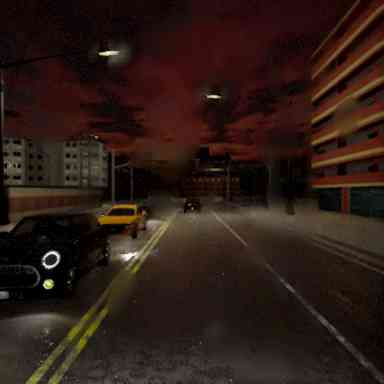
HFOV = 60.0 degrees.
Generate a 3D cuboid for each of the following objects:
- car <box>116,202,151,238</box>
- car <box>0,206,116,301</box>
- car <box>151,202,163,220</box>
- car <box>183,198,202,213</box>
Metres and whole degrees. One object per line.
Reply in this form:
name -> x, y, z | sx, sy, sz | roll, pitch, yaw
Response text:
car -> -3.568, 1.455, 17.671 | 1.882, 1.535, 5.008 | 0, 0, 0
car -> -3.586, 1.341, 8.488 | 2.097, 1.767, 4.553 | 0, 0, 0
car -> -3.510, 1.528, 27.697 | 1.994, 1.385, 4.181 | 0, 0, 0
car -> 0.057, 1.457, 36.559 | 1.837, 1.490, 4.892 | 0, 0, 0
